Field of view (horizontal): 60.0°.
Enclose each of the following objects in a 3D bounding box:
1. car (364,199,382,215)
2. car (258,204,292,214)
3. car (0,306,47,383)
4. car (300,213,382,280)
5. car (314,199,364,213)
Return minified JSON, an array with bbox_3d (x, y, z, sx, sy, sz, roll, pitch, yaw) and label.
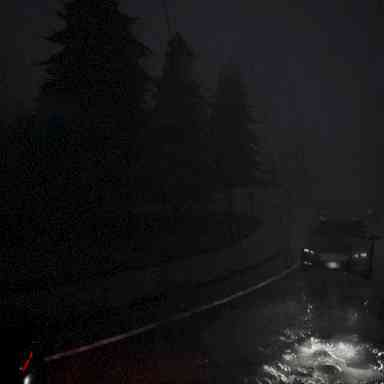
[{"bbox_3d":[14.207,1.626,28.557,2.150,2.045,5.566,0,-1,8],"label":"car"},{"bbox_3d":[10.980,2.207,44.474,1.895,1.301,4.718,0,-1,-26],"label":"car"},{"bbox_3d":[-3.478,1.528,1.865,4.892,1.490,1.837,1,-1,-36],"label":"car"},{"bbox_3d":[4.808,1.644,10.674,2.128,1.511,4.902,0,-1,29],"label":"car"},{"bbox_3d":[9.039,1.519,21.232,2.150,2.045,5.566,0,-1,16],"label":"car"}]
